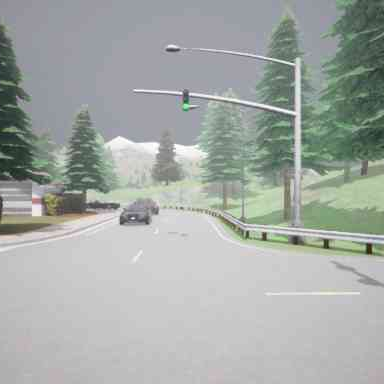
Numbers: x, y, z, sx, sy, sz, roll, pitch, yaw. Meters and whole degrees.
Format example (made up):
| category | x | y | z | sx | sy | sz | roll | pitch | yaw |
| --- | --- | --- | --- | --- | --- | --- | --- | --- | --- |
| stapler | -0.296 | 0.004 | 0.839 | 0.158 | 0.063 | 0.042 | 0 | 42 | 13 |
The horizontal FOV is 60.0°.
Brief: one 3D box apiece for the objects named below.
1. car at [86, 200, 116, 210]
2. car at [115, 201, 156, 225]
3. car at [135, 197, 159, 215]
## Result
| category | x | y | z | sx | sy | sz | roll | pitch | yaw |
| --- | --- | --- | --- | --- | --- | --- | --- | --- | --- |
| car | -11.369 | 1.608 | 41.589 | 4.718 | 1.301 | 1.895 | 0 | 0 | 14 |
| car | -3.972 | 1.564 | 24.055 | 1.994 | 1.385 | 4.181 | 0 | 0 | -2 |
| car | -4.800 | 1.352 | 33.846 | 2.097 | 1.767 | 4.553 | 0 | 0 | -19 |
